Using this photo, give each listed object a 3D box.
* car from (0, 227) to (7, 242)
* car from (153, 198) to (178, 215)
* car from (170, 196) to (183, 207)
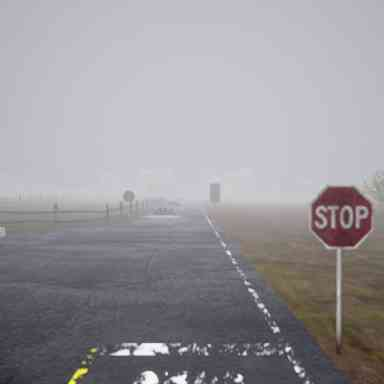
[{"bbox_3d":[-9.452,1.507,11.968,4.718,1.301,1.895,1,0,5],"label":"car"},{"bbox_3d":[-2.809,1.571,33.749,1.994,1.385,4.181,0,0,0],"label":"car"},{"bbox_3d":[-2.841,1.490,52.865,1.882,1.535,5.008,0,0,0],"label":"car"}]
